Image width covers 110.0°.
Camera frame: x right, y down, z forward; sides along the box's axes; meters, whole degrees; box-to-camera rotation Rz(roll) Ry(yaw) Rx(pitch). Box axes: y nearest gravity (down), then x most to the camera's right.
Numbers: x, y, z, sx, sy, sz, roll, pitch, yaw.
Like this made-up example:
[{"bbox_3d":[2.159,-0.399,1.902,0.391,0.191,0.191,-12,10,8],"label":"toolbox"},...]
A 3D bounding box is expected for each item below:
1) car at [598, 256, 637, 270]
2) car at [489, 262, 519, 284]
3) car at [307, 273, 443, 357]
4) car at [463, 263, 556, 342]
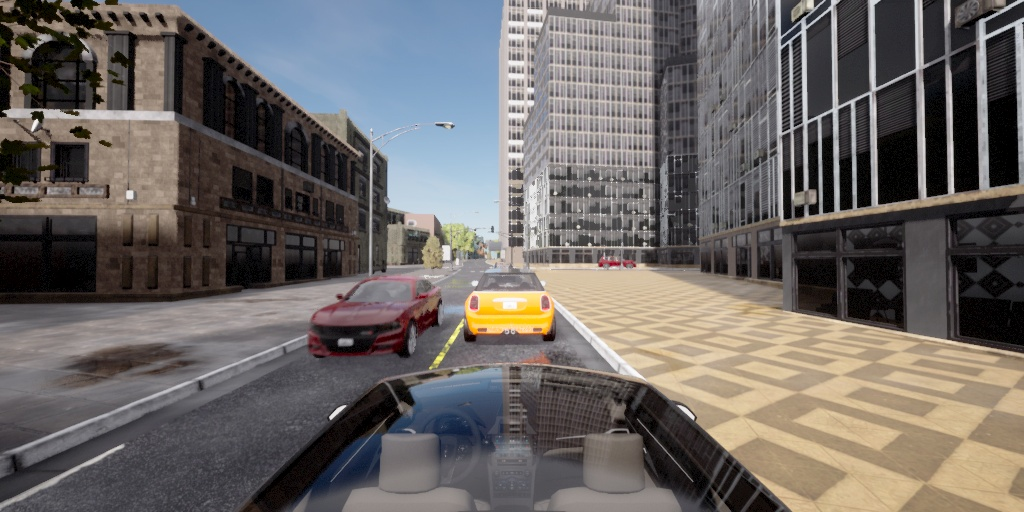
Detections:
[{"bbox_3d":[14.172,0.950,48.440,5.009,1.841,2.192,0,0,15],"label":"car"},{"bbox_3d":[-0.706,1.247,27.985,2.128,1.511,4.902,0,0,-3],"label":"car"},{"bbox_3d":[-2.944,1.228,8.737,1.882,1.535,5.008,0,0,-1],"label":"car"},{"bbox_3d":[-0.085,1.104,9.962,2.097,1.767,4.553,0,0,-1],"label":"car"}]
